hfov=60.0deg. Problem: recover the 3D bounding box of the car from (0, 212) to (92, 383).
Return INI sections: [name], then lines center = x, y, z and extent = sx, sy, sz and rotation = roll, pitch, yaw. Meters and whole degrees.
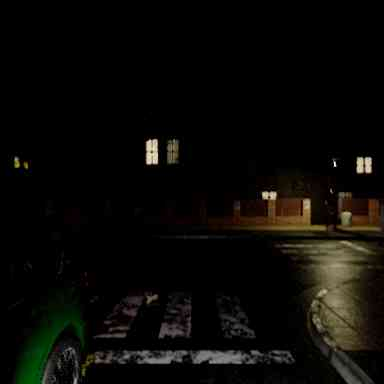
[car]
center = -2.331, 1.224, 1.666
extent = 2.150, 2.045, 5.566
rotation = 0, 0, 3
